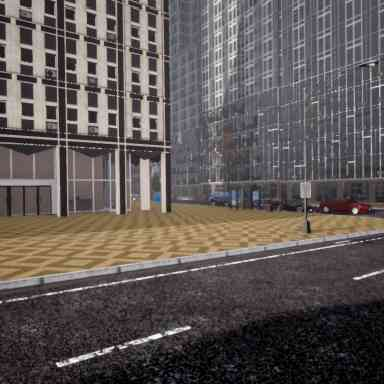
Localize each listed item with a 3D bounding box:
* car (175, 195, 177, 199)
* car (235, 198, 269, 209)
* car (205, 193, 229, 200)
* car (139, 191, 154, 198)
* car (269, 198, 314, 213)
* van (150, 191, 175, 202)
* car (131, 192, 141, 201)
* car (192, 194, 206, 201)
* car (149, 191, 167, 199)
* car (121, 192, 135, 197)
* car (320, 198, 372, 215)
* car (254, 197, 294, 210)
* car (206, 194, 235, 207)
[{"bbox_3d":[-4.762,0.936,72.777,1.802,1.307,4.206,0,1,-34],"label":"car"},{"bbox_3d":[7.492,1.388,39.843,1.802,1.307,4.206,0,1,-34],"label":"car"},{"bbox_3d":[4.403,1.241,49.137,1.994,1.385,4.181,-1,1,-34],"label":"car"},{"bbox_3d":[-11.183,0.686,82.155,1.967,1.590,4.097,0,1,-34],"label":"car"},{"bbox_3d":[10.689,1.424,35.141,1.947,1.339,4.313,0,1,-34],"label":"car"},{"bbox_3d":[-5.256,0.937,58.662,1.690,1.788,3.998,0,1,-34],"label":"van"},{"bbox_3d":[-11.678,1.039,68.044,2.008,1.369,4.403,0,1,-34],"label":"car"},{"bbox_3d":[1.659,1.043,63.397,1.802,1.307,4.206,0,1,-34],"label":"car"},{"bbox_3d":[-7.973,0.615,77.464,2.192,1.841,5.009,0,1,-34],"label":"car"},{"bbox_3d":[-17.604,0.688,91.536,2.008,1.369,4.403,0,1,-34],"label":"car"},{"bbox_3d":[15.266,1.330,33.240,1.882,1.535,5.008,-1,1,-34],"label":"car"},{"bbox_3d":[10.048,1.369,40.884,1.895,1.301,4.718,-1,1,-35],"label":"car"},{"bbox_3d":[4.330,1.319,44.566,1.947,1.339,4.313,0,1,-34],"label":"car"}]
